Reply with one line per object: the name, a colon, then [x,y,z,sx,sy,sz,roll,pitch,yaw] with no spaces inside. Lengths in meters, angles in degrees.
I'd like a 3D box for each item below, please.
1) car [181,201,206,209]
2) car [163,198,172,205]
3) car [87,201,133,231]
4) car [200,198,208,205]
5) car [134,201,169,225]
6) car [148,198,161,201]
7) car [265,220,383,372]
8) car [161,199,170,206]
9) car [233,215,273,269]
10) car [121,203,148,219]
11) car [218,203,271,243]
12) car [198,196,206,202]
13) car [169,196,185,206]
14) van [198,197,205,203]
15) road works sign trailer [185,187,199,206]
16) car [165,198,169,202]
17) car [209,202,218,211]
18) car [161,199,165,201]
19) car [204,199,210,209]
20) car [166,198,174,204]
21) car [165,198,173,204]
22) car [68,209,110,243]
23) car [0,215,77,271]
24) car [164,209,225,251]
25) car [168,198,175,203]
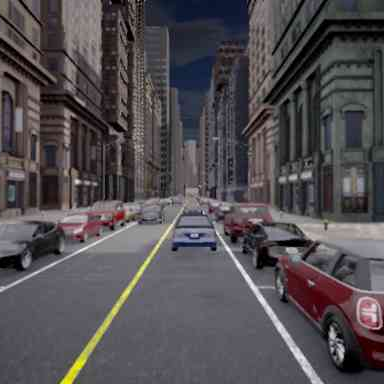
car: [0.087,1.906,33.351,1.895,1.301,4.718,0,-1,0]
car: [-5.788,2.247,78.387,1.752,1.417,4.829,0,-1,0]
car: [-5.767,1.522,22.543,2.192,1.841,5.009,0,-1,0]
car: [2.737,2.249,78.738,1.752,1.417,4.829,0,-1,0]
car: [-3.108,1.747,26.461,1.837,1.490,4.892,0,0,0]
car: [-5.775,1.852,44.948,1.967,1.590,4.097,0,-1,0]
car: [2.765,1.493,5.744,1.967,1.590,4.097,0,-1,0]
car: [-5.786,2.253,72.954,1.802,1.307,4.206,0,-1,0]
car: [2.762,1.670,11.344,1.947,1.339,4.313,0,-1,0]
car: [-5.772,1.860,33.744,2.008,1.369,4.403,0,-1,0]
car: [2.761,1.470,16.948,2.192,1.841,5.009,0,-1,0]
car: [2.741,2.058,67.364,1.967,1.590,4.097,0,-1,0]
car: [-3.027,1.973,68.834,2.097,1.767,4.553,0,-1,0]
van: [2.731,2.220,95.375,1.690,1.788,3.998,0,-1,0]
road works sign trailer: [-0.014,0.940,56.061,2.380,3.560,2.880,0,-1,0]
car: [-5.782,2.111,61.752,1.887,1.381,4.507,0,-1,0]
car: [2.756,1.808,28.150,2.008,1.369,4.403,0,-1,0]
car: [-5.777,1.778,50.551,2.192,1.841,5.009,0,-1,0]
car: [2.752,1.905,39.354,1.887,1.381,4.507,0,-1,0]
car: [-5.792,2.372,89.759,1.887,1.381,4.507,0,-1,0]
car: [-5.790,2.215,84.159,1.967,1.590,4.097,0,-1,0]
car: [-5.765,1.738,16.939,1.802,1.307,4.206,0,-1,0]
car: [-5.763,1.671,11.338,1.947,1.339,4.313,0,-1,0]
car: [0.094,1.684,14.861,2.033,1.411,5.357,0,-1,0]
car: [-5.795,2.424,95.362,1.887,1.381,4.507,0,-1,0]
